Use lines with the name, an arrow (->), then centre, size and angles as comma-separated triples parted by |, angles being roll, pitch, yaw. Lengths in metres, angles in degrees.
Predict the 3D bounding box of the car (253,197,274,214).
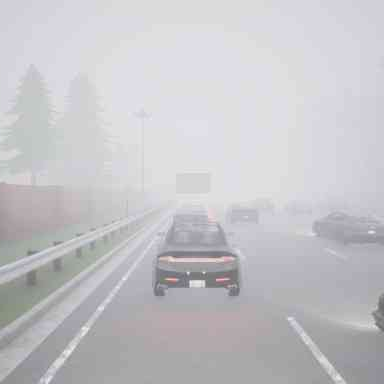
car -> 7.090, 1.350, 34.770 | 2.097, 1.767, 4.553 | 0, 0, 0

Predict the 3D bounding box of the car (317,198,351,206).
car -> 14.093, 1.350, 33.482 | 2.097, 1.767, 4.553 | 0, 0, 0

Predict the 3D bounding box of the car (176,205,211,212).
car -> 0.054, 1.473, 19.034 | 1.882, 1.535, 5.008 | 0, 0, 5

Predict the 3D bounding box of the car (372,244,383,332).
car -> 3.599, 1.547, 2.461 | 2.033, 1.411, 5.357 | 0, 0, 0

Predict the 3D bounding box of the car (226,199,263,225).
car -> 3.593, 1.476, 24.434 | 1.882, 1.535, 5.008 | 0, 0, 0

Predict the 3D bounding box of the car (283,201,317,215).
car -> 10.593, 1.561, 33.477 | 1.994, 1.385, 4.181 | 0, 0, 0

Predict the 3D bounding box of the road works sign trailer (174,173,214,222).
road works sign trailer -> 0.062, 0.463, 22.953 | 2.380, 3.560, 2.880 | 0, 0, -1

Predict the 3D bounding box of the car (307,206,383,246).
car -> 7.096, 1.563, 15.153 | 1.994, 1.385, 4.181 | 0, 0, 0

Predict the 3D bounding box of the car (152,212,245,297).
car -> 0.098, 1.491, 8.595 | 2.128, 1.511, 4.902 | 0, 0, 0
